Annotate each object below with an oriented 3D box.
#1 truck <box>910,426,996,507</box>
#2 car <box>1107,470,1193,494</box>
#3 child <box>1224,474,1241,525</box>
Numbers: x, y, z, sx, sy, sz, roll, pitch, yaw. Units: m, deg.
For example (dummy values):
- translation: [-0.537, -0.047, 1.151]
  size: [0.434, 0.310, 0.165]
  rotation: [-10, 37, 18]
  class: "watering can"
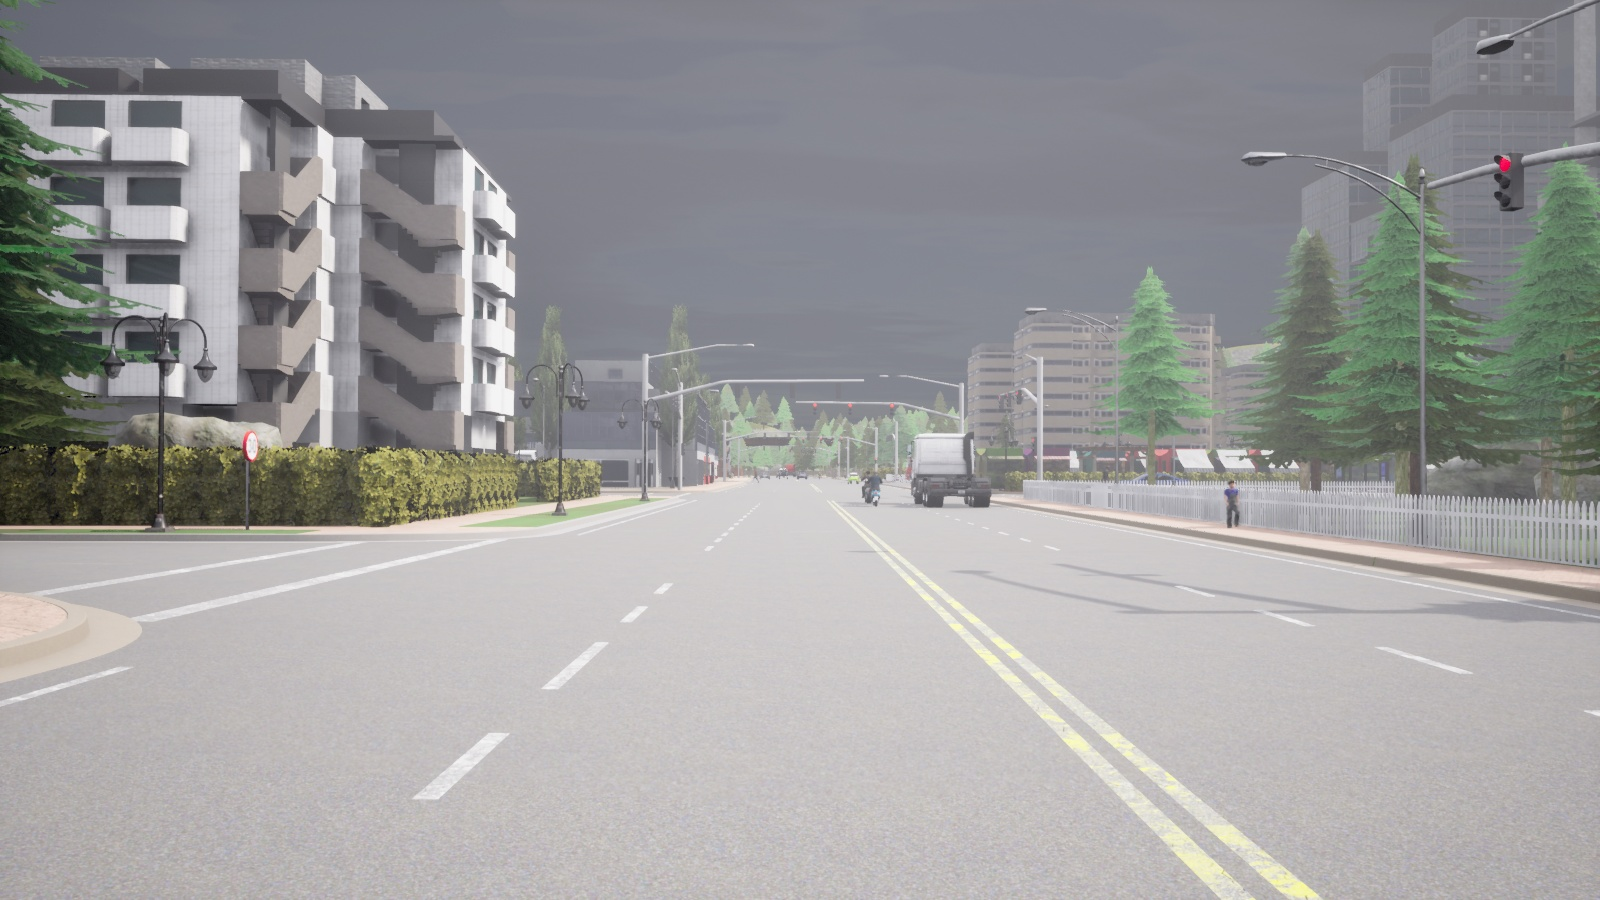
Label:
- translation: [6.860, 0.768, 57.460]
  size: [2.891, 3.462, 7.936]
  rotation: [0, -1, 0]
  class: "truck"
- translation: [22.624, 2.063, 81.258]
  size: [5.008, 1.535, 1.882]
  rotation: [0, -1, -2]
  class: "car"
- translation: [10.926, 1.241, 31.711]
  size: [0.270, 1.263, 0.437]
  rotation: [0, -1, 0]
  class: "child"
